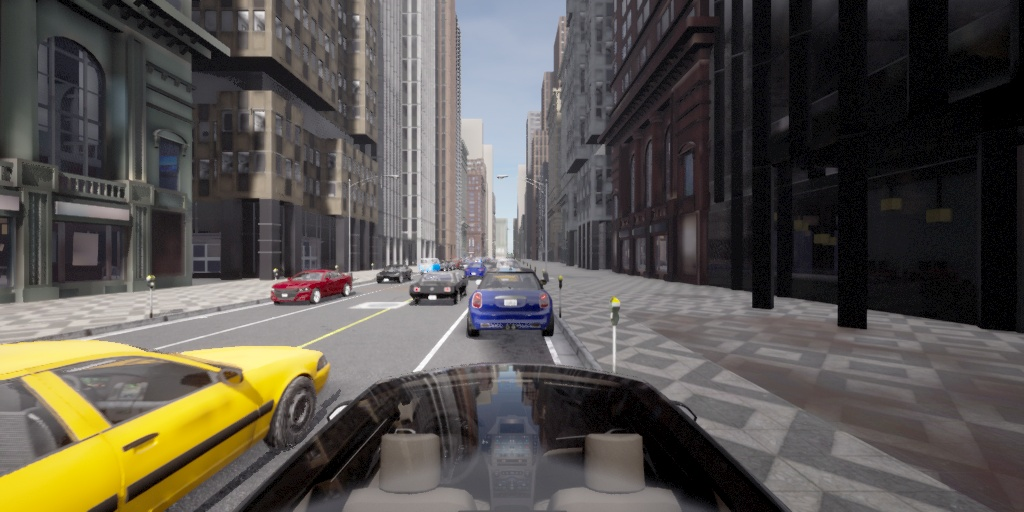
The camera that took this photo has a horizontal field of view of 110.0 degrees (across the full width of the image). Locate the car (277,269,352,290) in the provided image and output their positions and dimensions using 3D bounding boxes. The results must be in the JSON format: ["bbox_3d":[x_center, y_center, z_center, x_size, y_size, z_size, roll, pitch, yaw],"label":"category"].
[{"bbox_3d":[-8.908,1.297,16.299,1.888,1.381,4.507,0,0,0],"label":"car"}]

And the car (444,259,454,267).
[{"bbox_3d":[-8.908,1.332,44.482,1.948,1.339,4.313,0,0,0],"label":"car"}]

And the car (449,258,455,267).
[{"bbox_3d":[-8.908,1.335,50.119,1.948,1.339,4.313,0,0,0],"label":"car"}]

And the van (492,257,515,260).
[{"bbox_3d":[-0.383,1.098,27.584,1.690,1.789,3.998,0,0,0],"label":"van"}]

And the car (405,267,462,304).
[{"bbox_3d":[-3.144,1.353,16.427,1.895,1.301,4.718,0,0,0],"label":"car"}]

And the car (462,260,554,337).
[{"bbox_3d":[-0.032,1.103,10.470,2.097,1.767,4.553,0,0,0],"label":"car"}]

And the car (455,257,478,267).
[{"bbox_3d":[-6.149,1.262,49.762,2.128,1.511,4.902,0,0,0],"label":"car"}]

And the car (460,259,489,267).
[{"bbox_3d":[-3.142,1.285,31.708,1.812,1.442,4.674,0,0,0],"label":"car"}]

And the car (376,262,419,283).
[{"bbox_3d":[-8.908,1.323,27.572,1.948,1.339,4.313,0,0,0],"label":"car"}]

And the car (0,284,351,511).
[{"bbox_3d":[-3.145,1.205,2.231,1.801,1.575,5.366,0,0,0],"label":"car"}]

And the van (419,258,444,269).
[{"bbox_3d":[-8.908,1.104,38.846,1.690,1.789,3.998,0,0,0],"label":"van"}]
